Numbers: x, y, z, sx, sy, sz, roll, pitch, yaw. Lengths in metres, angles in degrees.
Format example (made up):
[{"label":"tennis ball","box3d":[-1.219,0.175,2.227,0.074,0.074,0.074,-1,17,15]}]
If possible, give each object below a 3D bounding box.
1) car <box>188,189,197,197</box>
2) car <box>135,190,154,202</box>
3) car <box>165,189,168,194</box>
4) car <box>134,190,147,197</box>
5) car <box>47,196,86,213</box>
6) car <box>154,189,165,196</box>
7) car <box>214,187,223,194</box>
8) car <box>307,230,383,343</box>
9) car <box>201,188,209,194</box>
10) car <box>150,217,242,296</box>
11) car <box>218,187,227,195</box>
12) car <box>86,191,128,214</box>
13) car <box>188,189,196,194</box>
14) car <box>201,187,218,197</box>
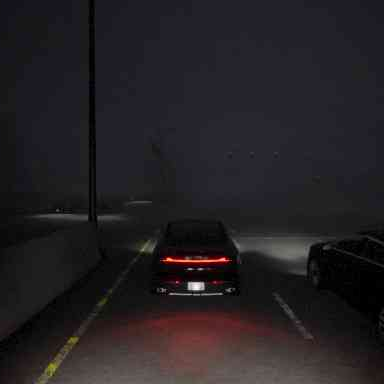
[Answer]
[{"label":"car","box3d":[0.116,0.164,69.676,2.128,1.511,4.902,0,1,0]},{"label":"car","box3d":[-7.086,0.655,48.445,1.994,1.385,4.181,0,1,0]},{"label":"car","box3d":[-6.984,-0.101,81.057,1.895,1.301,4.718,0,1,0]},{"label":"car","box3d":[-10.487,0.301,68.322,1.895,1.301,4.718,0,1,0]},{"label":"car","box3d":[-10.595,1.022,28.910,2.033,1.411,5.357,0,1,0]},{"label":"car","box3d":[-7.003,0.265,66.306,1.812,1.442,4.674,0,1,0]},{"label":"car","box3d":[7.018,-0.448,88.238,2.097,1.767,4.553,0,1,0]},{"label":"car","box3d":[3.567,1.413,5.814,2.128,1.511,4.902,0,1,0]},{"label":"car","box3d":[3.519,-0.243,90.818,1.837,1.490,4.892,0,1,1]},{"label":"car","box3d":[0.078,1.379,8.325,1.837,1.490,4.892,0,1,0]},{"label":"car","box3d":[7.016,-0.160,79.072,2.097,1.767,4.553,0,1,0]},{"label":"car","box3d":[-7.096,0.965,28.275,1.882,1.535,5.008,0,1,0]},{"label":"car","box3d":[0.018,-0.153,88.271,2.033,1.411,5.357,0,1,0]},{"label":"car","box3d":[3.614,0.030,69.428,2.097,1.767,4.553,0,1,0]}]
